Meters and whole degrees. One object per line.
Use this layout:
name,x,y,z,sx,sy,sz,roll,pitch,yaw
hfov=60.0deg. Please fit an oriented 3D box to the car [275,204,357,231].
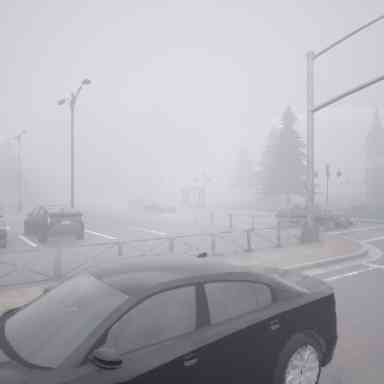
car,7.555,1.491,20.643,2.128,1.511,4.902,0,0,-42

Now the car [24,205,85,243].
car,-6.387,1.340,15.298,2.007,1.523,4.514,0,0,-36

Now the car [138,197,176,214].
car,-3.502,1.526,35.165,1.812,1.442,4.674,0,0,-37

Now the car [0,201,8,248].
car,-8.898,1.331,13.418,2.152,1.636,5.027,0,0,-36

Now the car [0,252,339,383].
car,-0.555,1.477,3.451,5.008,1.535,1.882,0,0,-34

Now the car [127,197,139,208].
car,-7.412,1.505,46.659,1.837,1.490,4.892,0,0,-36
